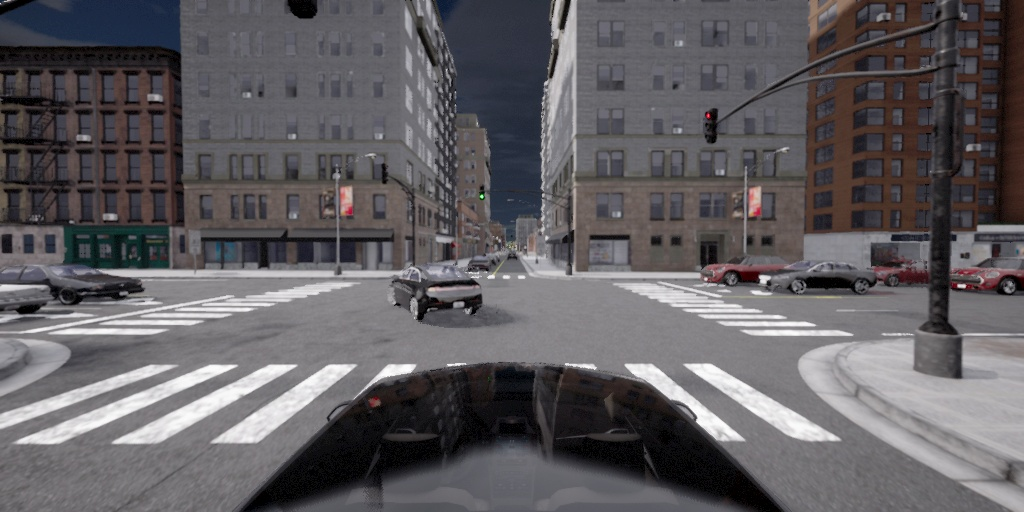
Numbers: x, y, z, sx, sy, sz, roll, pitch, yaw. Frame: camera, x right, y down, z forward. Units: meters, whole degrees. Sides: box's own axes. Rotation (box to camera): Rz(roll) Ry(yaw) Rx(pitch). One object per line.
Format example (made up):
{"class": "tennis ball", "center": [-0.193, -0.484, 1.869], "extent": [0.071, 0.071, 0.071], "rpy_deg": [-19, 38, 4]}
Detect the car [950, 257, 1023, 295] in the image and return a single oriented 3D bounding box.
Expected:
{"class": "car", "center": [23.421, 0.839, 16.893], "extent": [4.553, 1.767, 2.097], "rpy_deg": [0, 1, 0]}

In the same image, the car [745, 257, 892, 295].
{"class": "car", "center": [14.210, 0.947, 16.862], "extent": [4.902, 1.511, 2.128], "rpy_deg": [0, 1, -2]}

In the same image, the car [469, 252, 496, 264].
{"class": "car", "center": [-2.849, 0.610, 33.005], "extent": [2.033, 1.411, 5.357], "rpy_deg": [0, 1, 1]}

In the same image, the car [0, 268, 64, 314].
{"class": "car", "center": [-16.144, 1.117, 9.998], "extent": [4.718, 1.301, 1.895], "rpy_deg": [0, 1, 0]}

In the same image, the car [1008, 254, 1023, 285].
{"class": "car", "center": [31.659, 0.791, 20.180], "extent": [4.553, 1.767, 2.097], "rpy_deg": [0, 1, 0]}

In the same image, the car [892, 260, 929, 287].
{"class": "car", "center": [22.008, 0.930, 20.142], "extent": [4.674, 1.442, 1.812], "rpy_deg": [0, 1, 0]}

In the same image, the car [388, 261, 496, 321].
{"class": "car", "center": [-2.624, 1.020, 11.530], "extent": [2.128, 1.511, 4.902], "rpy_deg": [-1, 2, -30]}

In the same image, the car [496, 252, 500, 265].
{"class": "car", "center": [-2.755, 0.359, 42.887], "extent": [1.837, 1.490, 4.892], "rpy_deg": [0, 1, 0]}

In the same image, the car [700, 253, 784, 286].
{"class": "car", "center": [13.106, 0.726, 20.097], "extent": [4.553, 1.767, 2.097], "rpy_deg": [0, 1, 0]}

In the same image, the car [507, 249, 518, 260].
{"class": "car", "center": [0.066, -0.057, 63.123], "extent": [1.837, 1.490, 4.892], "rpy_deg": [0, 1, 1]}

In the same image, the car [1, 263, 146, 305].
{"class": "car", "center": [-17.010, 0.983, 13.246], "extent": [5.357, 1.411, 2.033], "rpy_deg": [0, 1, 0]}
